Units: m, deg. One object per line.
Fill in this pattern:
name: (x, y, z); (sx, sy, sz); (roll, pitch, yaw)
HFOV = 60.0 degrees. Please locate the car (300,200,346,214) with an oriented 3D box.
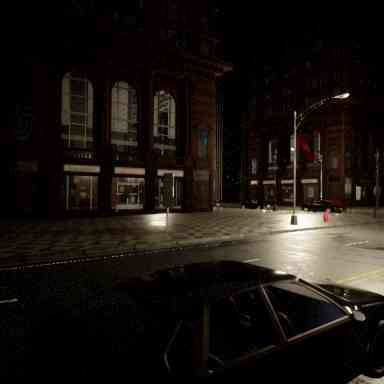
car: (14.590, 1.681, 37.523); (1.837, 1.490, 4.892); (1, -1, -35)

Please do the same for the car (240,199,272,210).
car: (8.726, 1.727, 45.783); (1.837, 1.490, 4.892); (1, -1, -35)

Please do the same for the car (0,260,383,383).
car: (0.435, 1.548, 3.754); (5.357, 1.411, 2.033); (0, 0, -36)

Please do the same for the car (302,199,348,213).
car: (16.242, 1.699, 40.733); (1.882, 1.535, 5.008); (1, 0, -35)

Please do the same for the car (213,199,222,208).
car: (2.880, 1.794, 54.020); (1.812, 1.442, 4.674); (1, -1, -35)
